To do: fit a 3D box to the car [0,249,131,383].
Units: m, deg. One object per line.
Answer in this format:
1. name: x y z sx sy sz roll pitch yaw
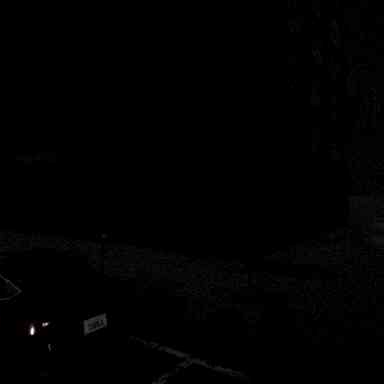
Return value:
1. car: -2.815 1.566 5.076 4.313 1.339 1.947 0 0 35
